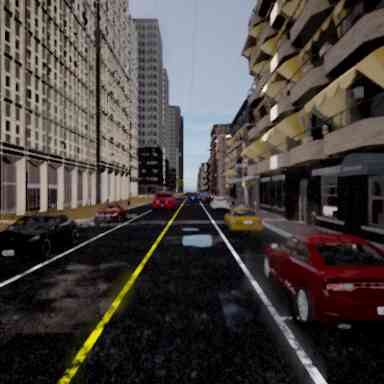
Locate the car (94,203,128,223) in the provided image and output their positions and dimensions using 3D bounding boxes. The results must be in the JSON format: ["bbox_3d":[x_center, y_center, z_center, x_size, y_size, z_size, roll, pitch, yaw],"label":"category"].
[{"bbox_3d":[-5.685,1.434,23.801,1.802,1.307,4.206,0,0,0],"label":"car"}]

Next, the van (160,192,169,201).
[{"bbox_3d":[-5.675,0.941,68.987,1.690,1.788,3.998,0,0,0],"label":"van"}]

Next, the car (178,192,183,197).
[{"bbox_3d":[-2.981,0.630,79.719,2.097,1.767,4.553,0,0,0],"label":"car"}]

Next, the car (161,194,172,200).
[{"bbox_3d":[-5.673,1.122,74.637,2.008,1.369,4.403,0,0,0],"label":"car"}]

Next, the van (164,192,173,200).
[{"bbox_3d":[-5.672,0.883,80.284,1.690,1.788,3.998,0,0,0],"label":"van"}]

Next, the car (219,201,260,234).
[{"bbox_3d":[2.694,1.410,18.320,1.752,1.417,4.829,0,0,0],"label":"car"}]

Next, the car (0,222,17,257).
[{"bbox_3d":[-5.688,1.539,6.855,1.802,1.307,4.206,0,0,0],"label":"car"}]

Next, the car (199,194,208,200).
[{"bbox_3d":[2.709,1.091,80.283,2.008,1.369,4.403,0,0,0],"label":"car"}]

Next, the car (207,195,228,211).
[{"bbox_3d":[3.009,1.304,36.660,1.812,1.442,4.674,0,0,0],"label":"car"}]

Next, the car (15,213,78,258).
[{"bbox_3d":[-5.688,1.487,12.504,1.947,1.339,4.313,0,0,0],"label":"car"}]

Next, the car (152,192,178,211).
[{"bbox_3d":[-3.088,0.994,37.181,2.150,2.045,5.566,0,1,0],"label":"car"}]

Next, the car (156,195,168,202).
[{"bbox_3d":[-5.675,1.196,63.340,1.947,1.339,4.313,0,0,0],"label":"car"}]

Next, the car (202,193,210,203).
[{"bbox_3d":[2.704,1.242,57.689,1.802,1.307,4.206,0,0,0],"label":"car"}]

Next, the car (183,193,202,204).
[{"bbox_3d":[0.077,1.030,54.354,2.097,1.767,4.553,0,0,-3],"label":"car"}]

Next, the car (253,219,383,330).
[{"bbox_3d":[2.691,1.500,6.852,1.887,1.381,4.507,0,0,0],"label":"car"}]

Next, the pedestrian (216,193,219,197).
[{"bbox_3d":[3.009,1.055,39.494,0.375,1.860,0.375,0,0,-2],"label":"pedestrian"}]

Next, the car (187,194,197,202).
[{"bbox_3d":[0.016,1.175,66.698,1.994,1.385,4.181,0,0,0],"label":"car"}]
